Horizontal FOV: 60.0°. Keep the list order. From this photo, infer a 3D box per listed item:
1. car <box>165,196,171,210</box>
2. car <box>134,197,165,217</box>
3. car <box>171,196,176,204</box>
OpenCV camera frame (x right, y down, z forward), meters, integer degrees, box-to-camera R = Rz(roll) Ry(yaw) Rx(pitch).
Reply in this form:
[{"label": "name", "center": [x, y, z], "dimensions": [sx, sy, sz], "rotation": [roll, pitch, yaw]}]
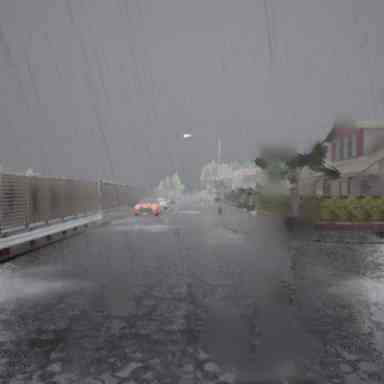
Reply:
[{"label": "car", "center": [-4.076, 1.492, 42.192], "dimensions": [1.812, 1.442, 4.674], "rotation": [0, 0, 0]}, {"label": "car", "center": [-4.087, 1.327, 31.384], "dimensions": [2.097, 1.767, 4.553], "rotation": [0, 0, 0]}, {"label": "car", "center": [-4.001, 1.444, 60.133], "dimensions": [2.128, 1.511, 4.902], "rotation": [0, 0, 0]}]
